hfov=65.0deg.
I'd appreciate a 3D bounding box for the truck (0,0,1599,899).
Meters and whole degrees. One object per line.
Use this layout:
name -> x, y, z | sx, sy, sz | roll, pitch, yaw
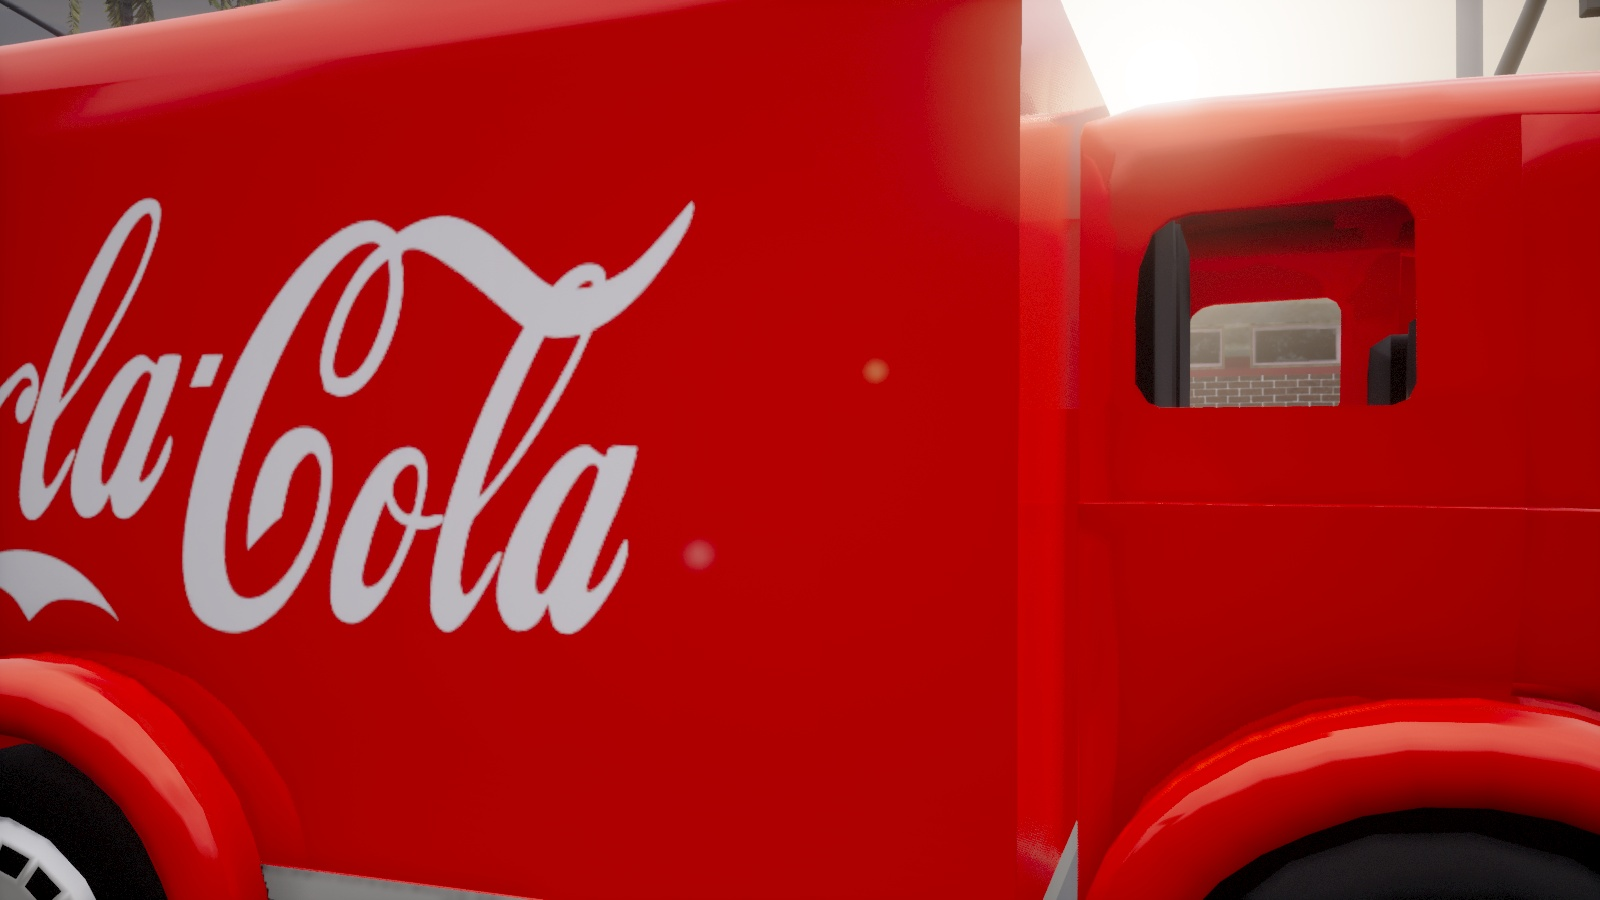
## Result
truck -> -0.068, 0.283, 3.233 | 5.204, 2.467, 2.627 | 1, 1, 20
